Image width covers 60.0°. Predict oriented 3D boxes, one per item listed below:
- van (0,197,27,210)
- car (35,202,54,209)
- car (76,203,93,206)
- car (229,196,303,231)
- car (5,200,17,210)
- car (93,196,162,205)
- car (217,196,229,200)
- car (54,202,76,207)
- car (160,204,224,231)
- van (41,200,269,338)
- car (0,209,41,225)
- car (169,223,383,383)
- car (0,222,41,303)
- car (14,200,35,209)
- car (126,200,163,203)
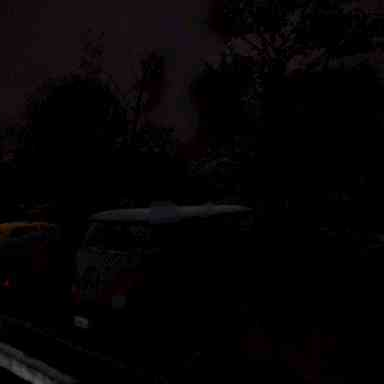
[{"bbox_3d":[-20.182,1.619,36.830,1.878,1.987,4.442,-1,-1,35],"label":"van"},{"bbox_3d":[-11.141,1.720,30.311,2.097,1.535,5.008,-1,0,35],"label":"car"},{"bbox_3d":[-6.567,1.687,27.132,2.163,1.488,4.792,-1,0,35],"label":"car"},{"bbox_3d":[4.682,1.278,19.144,2.435,2.045,5.566,-1,0,35],"label":"car"},{"bbox_3d":[-15.694,1.822,33.521,2.002,1.452,4.674,-1,0,35],"label":"car"},{"bbox_3d":[-4.326,1.377,25.486,2.435,2.045,5.566,-1,0,35],"label":"car"},{"bbox_3d":[2.505,1.299,20.675,2.435,2.045,5.566,-1,0,35],"label":"car"},{"bbox_3d":[-8.878,1.718,28.688,2.163,1.488,4.792,-1,0,35],"label":"car"},{"bbox_3d":[0.145,1.616,22.369,2.002,1.452,4.674,-1,0,35],"label":"car"},{"bbox_3d":[-0.306,1.278,6.552,1.878,1.987,4.442,-1,0,35],"label":"van"},{"bbox_3d":[-7.115,1.572,11.481,2.097,1.535,5.008,-1,0,35],"label":"car"},{"bbox_3d":[2.038,1.511,5.009,2.163,1.488,4.792,-1,0,35],"label":"car"},{"bbox_3d":[-2.513,1.556,8.284,2.163,1.488,4.792,-1,0,35],"label":"car"},{"bbox_3d":[-13.523,1.748,31.768,1.946,1.575,5.366,-1,0,35],"label":"car"},{"bbox_3d":[-2.033,1.601,23.899,2.097,1.535,5.008,-1,0,35],"label":"car"}]
